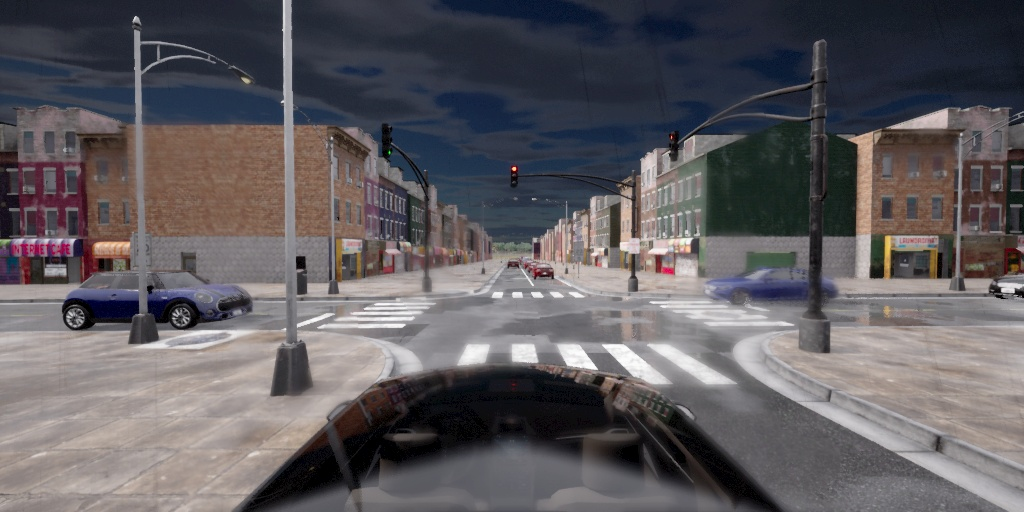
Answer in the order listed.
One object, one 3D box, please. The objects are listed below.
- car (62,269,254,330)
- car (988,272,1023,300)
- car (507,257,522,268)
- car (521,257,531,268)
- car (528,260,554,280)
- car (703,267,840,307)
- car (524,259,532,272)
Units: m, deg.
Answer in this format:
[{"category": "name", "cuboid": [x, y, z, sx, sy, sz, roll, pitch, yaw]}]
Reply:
[{"category": "car", "cuboid": [-10.791, 1.203, 11.184, 4.553, 1.767, 2.097, 0, 1, 0]}, {"category": "car", "cuboid": [21.924, 1.089, 14.061, 4.902, 1.511, 2.128, 0, 1, 0]}, {"category": "car", "cuboid": [0.216, 1.226, 59.284, 1.882, 1.535, 5.008, 0, 0, 0]}, {"category": "car", "cuboid": [2.742, 1.293, 53.785, 1.888, 1.381, 4.507, 0, 0, 0]}, {"category": "car", "cuboid": [2.697, 1.292, 31.655, 1.888, 1.381, 4.507, 0, 0, 0]}, {"category": "car", "cuboid": [10.225, 1.175, 14.304, 4.674, 1.442, 1.812, 0, 1, 4]}, {"category": "car", "cuboid": [2.719, 1.329, 42.720, 1.802, 1.307, 4.207, 0, 0, 0]}]
